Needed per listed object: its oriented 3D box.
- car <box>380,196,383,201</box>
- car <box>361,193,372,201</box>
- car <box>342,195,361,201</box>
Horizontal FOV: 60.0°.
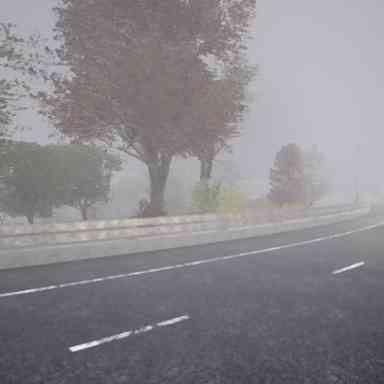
[{"bbox_3d":[48.149,1.526,82.329,2.033,1.411,5.357,0,0,17],"label":"car"},{"bbox_3d":[43.550,1.354,84.125,2.097,1.767,4.553,0,0,2],"label":"car"},{"bbox_3d":[40.061,1.546,84.418,2.033,1.411,5.357,0,0,2],"label":"car"}]
